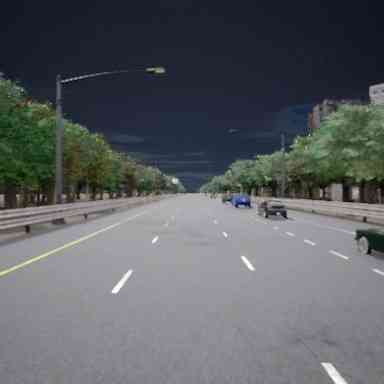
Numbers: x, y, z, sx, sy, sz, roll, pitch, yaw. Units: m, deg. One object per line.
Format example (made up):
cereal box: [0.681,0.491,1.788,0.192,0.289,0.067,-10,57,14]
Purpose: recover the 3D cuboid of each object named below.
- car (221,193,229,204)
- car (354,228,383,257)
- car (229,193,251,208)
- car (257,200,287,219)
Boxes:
car: [7.046,1.251,65.701,2.150,2.045,5.566,0,0,0]
car: [7.008,1.602,10.374,1.895,1.301,4.718,0,0,0]
car: [7.028,1.252,47.561,2.150,2.045,5.566,0,0,0]
car: [7.019,1.511,29.434,1.837,1.490,4.892,0,0,0]
